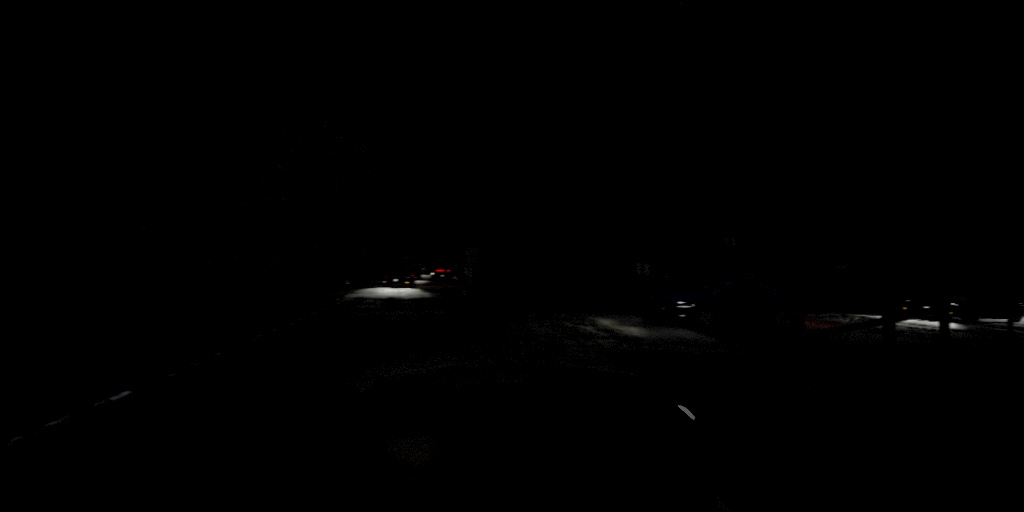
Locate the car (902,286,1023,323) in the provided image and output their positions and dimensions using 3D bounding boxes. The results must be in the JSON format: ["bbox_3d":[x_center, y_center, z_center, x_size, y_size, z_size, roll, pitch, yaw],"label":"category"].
[{"bbox_3d":[19.230,2.016,15.346,4.181,1.385,1.994,2,-1,-11],"label":"car"}]

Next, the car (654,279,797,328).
[{"bbox_3d":[7.507,1.578,12.694,5.008,1.535,1.882,2,-1,-15],"label":"car"}]

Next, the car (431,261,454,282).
[{"bbox_3d":[-6.247,1.464,32.245,2.128,1.511,4.902,2,-1,-11],"label":"car"}]

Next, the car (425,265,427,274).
[{"bbox_3d":[-11.490,1.484,43.969,1.812,1.442,4.674,2,-1,-11],"label":"car"}]

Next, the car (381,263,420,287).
[{"bbox_3d":[-7.881,1.393,25.223,1.994,1.385,4.181,2,-1,-10],"label":"car"}]

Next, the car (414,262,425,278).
[{"bbox_3d":[-9.560,1.396,33.924,1.837,1.490,4.892,2,-1,-11],"label":"car"}]
